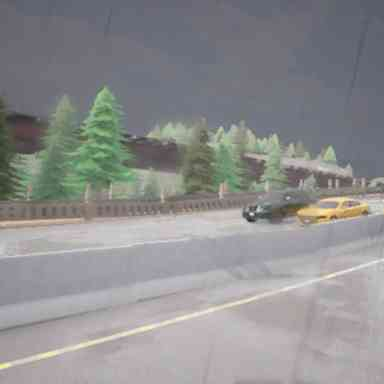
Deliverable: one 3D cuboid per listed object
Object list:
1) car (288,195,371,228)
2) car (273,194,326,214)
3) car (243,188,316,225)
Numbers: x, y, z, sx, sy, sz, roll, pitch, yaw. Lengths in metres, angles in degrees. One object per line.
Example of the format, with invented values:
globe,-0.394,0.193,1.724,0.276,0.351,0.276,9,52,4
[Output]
car,7.793,1.087,18.150,5.008,1.535,1.882,-3,2,-35
car,8.947,0.945,27.568,4.181,1.385,1.994,-3,1,-35
car,5.708,0.832,20.962,5.566,2.045,2.150,-3,2,-35
